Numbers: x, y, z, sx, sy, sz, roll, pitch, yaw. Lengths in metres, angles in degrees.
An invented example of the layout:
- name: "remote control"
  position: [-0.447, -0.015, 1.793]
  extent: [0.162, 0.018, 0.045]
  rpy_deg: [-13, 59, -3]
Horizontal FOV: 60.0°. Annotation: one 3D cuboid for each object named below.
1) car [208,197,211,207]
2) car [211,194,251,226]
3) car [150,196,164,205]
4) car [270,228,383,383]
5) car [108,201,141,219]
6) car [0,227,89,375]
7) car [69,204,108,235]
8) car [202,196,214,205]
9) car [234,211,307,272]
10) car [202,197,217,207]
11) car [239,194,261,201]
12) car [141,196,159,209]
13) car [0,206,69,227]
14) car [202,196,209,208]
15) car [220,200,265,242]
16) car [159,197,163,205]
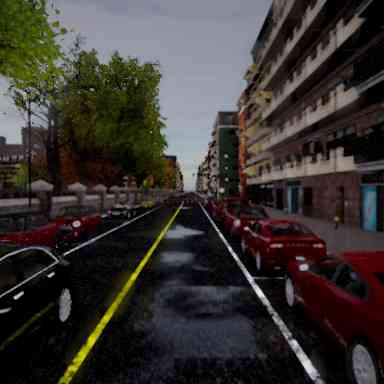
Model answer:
- name: "car"
  position: [2.635, 1.351, 27.392]
  extent: [1.967, 1.590, 4.097]
  rpy_deg: [0, 0, 0]
- name: "car"
  position: [2.646, 1.243, 21.760]
  extent: [2.192, 1.841, 5.009]
  rpy_deg: [0, 0, 0]
- name: "car"
  position: [-5.802, 1.363, 55.355]
  extent: [1.752, 1.417, 4.829]
  rpy_deg: [0, 0, 0]
- name: "car"
  position: [2.682, 1.527, 4.871]
  extent: [1.887, 1.381, 4.507]
  rpy_deg: [0, 0, 0]
- name: "car"
  position: [-5.745, 1.464, 27.374]
  extent: [2.008, 1.369, 4.403]
  rpy_deg: [0, 0, 0]
- name: "car"
  position: [-3.009, 1.493, 4.162]
  extent: [1.837, 1.490, 4.892]
  rpy_deg: [0, 0, 0]
- name: "car"
  position: [-5.722, 1.389, 16.112]
  extent: [1.967, 1.590, 4.097]
  rpy_deg: [0, 0, 0]
- name: "car"
  position: [2.577, 1.359, 55.714]
  extent: [1.752, 1.417, 4.829]
  rpy_deg: [0, 0, 0]
- name: "car"
  position: [2.670, 1.508, 10.502]
  extent: [1.887, 1.381, 4.507]
  rpy_deg: [0, 0, 0]
- name: "car"
  position: [2.590, 1.414, 49.913]
  extent: [1.947, 1.339, 4.313]
  rpy_deg: [0, 0, 0]
- name: "car"
  position: [14.450, 1.360, 82.560]
  extent: [5.009, 1.841, 2.192]
  rpy_deg: [1, -1, 0]
- name: "car"
  position: [-5.779, 1.391, 44.094]
  extent: [1.752, 1.417, 4.829]
  rpy_deg: [0, 0, 0]
- name: "car"
  position: [-5.711, 1.407, 10.484]
  extent: [1.967, 1.590, 4.097]
  rpy_deg: [0, 0, 0]
- name: "car"
  position: [2.601, 1.302, 44.282]
  extent: [1.967, 1.590, 4.097]
  rpy_deg: [0, 0, 0]
- name: "car"
  position: [2.658, 1.386, 16.130]
  extent: [1.967, 1.590, 4.097]
  rpy_deg: [0, 0, 0]
- name: "car"
  position: [-5.790, 1.402, 49.895]
  extent: [2.008, 1.369, 4.403]
  rpy_deg: [0, 0, 0]
